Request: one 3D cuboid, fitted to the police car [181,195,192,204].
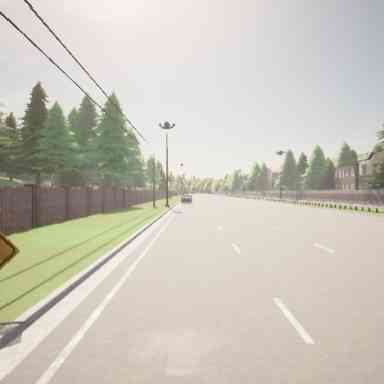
[{"bbox_3d":[-1.050,1.442,64.765,1.930,1.638,5.238,0,0,0],"label":"police car"}]

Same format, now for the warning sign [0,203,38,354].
[{"bbox_3d":[-3.050,1.099,4.655,1.300,1.860,1.060,0,0,0],"label":"warning sign"}]

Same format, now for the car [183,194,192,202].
[{"bbox_3d":[-1.054,1.389,80.623,2.097,1.767,4.553,0,0,0],"label":"car"}]

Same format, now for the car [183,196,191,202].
[{"bbox_3d":[-1.050,1.552,74.655,1.812,1.442,4.674,0,0,0],"label":"car"}]
